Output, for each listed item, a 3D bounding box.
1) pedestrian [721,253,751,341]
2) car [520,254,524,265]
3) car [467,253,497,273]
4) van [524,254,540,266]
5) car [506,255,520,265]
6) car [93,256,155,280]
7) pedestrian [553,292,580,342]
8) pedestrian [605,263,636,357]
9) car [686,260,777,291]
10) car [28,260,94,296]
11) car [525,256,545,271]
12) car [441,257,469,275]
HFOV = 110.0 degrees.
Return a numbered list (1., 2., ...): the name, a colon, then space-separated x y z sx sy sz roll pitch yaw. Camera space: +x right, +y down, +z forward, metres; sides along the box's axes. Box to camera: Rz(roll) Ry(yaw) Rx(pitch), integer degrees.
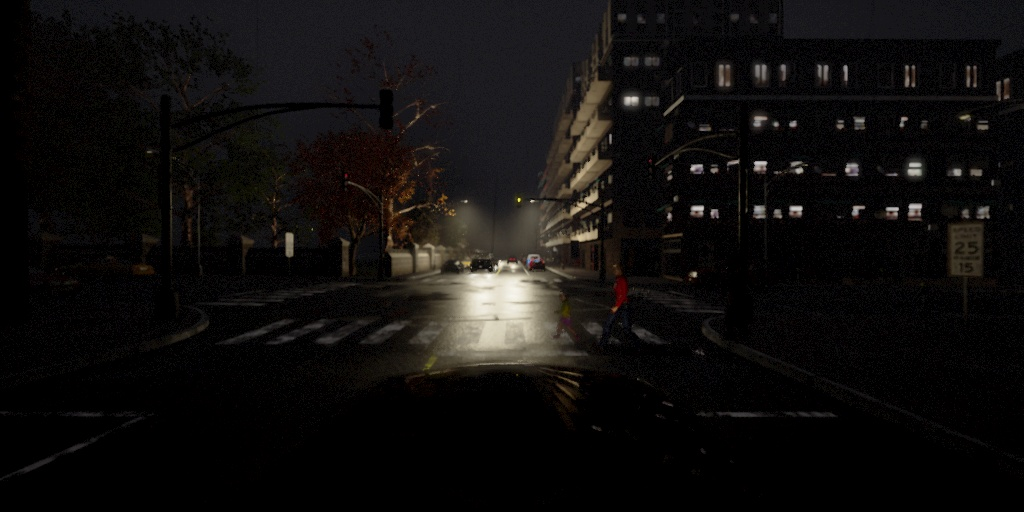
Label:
1. pedestrian: 4.627 0.837 7.502 0.375 1.860 0.375 0 0 0
2. car: 2.768 0.711 56.962 1.967 1.591 4.097 0 0 0
3. car: -3.041 0.653 37.415 2.150 2.045 5.566 0 1 0
4. van: 2.752 0.703 45.702 1.690 1.789 3.998 0 0 0
5. car: 0.084 0.731 62.738 1.837 1.490 4.892 0 0 0
6. car: -24.716 0.694 21.772 4.829 1.417 1.751 0 0 0
7. pedestrian: 1.270 1.365 8.111 0.500 1.100 0.500 0 0 0
8. pedestrian: 2.089 0.995 6.907 0.375 1.860 0.375 0 0 0
9. car: 13.477 1.162 22.089 5.009 1.841 2.192 0 0 0
10. car: -18.947 0.896 13.439 4.207 1.307 1.802 0 0 0
11. car: 2.743 0.954 40.072 1.888 1.381 4.507 0 0 0
12. car: -5.645 1.022 34.454 1.948 1.339 4.313 0 0 0
